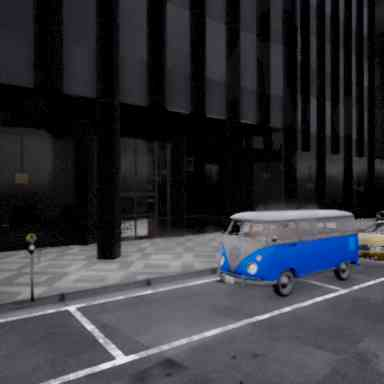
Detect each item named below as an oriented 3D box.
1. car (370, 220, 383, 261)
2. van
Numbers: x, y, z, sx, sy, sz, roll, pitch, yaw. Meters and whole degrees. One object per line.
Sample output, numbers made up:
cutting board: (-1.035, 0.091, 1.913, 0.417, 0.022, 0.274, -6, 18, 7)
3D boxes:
car: (6.976, 1.550, 11.518, 4.829, 1.417, 1.752, 0, 0, -36)
van: (2.517, 1.354, 8.337, 3.998, 1.788, 1.690, 0, 0, -36)
